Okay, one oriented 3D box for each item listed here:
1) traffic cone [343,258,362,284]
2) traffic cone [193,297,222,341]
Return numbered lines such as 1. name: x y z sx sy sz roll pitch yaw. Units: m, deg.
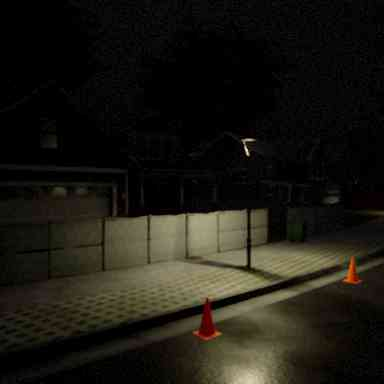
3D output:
1. traffic cone: 4.031 1.945 8.336 0.340 0.580 0.340 0 0 -41
2. traffic cone: 0.246 1.954 5.251 0.340 0.580 0.340 0 0 -38
